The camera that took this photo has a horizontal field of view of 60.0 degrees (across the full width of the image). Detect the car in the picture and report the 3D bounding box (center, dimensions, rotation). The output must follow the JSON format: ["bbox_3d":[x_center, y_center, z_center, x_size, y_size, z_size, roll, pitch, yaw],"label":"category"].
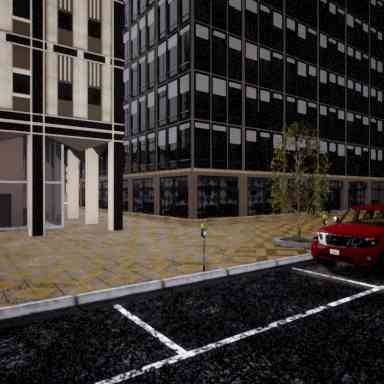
[{"bbox_3d":[5.917,1.314,10.516,5.009,1.841,2.192,0,0,-36],"label":"car"}]
